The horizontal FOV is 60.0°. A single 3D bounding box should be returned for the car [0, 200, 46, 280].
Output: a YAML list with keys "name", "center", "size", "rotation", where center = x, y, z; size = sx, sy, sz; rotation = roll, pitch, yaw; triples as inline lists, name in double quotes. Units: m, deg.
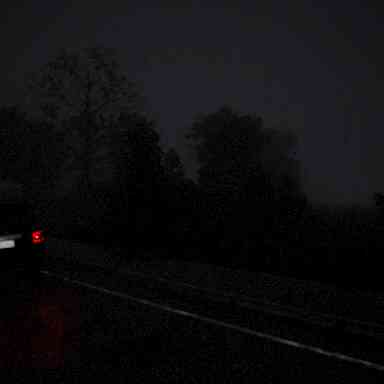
- name: "car"
  center: [-6.064, 1.226, 8.917]
  size: [5.566, 2.045, 2.150]
  rotation: [0, 0, 40]
